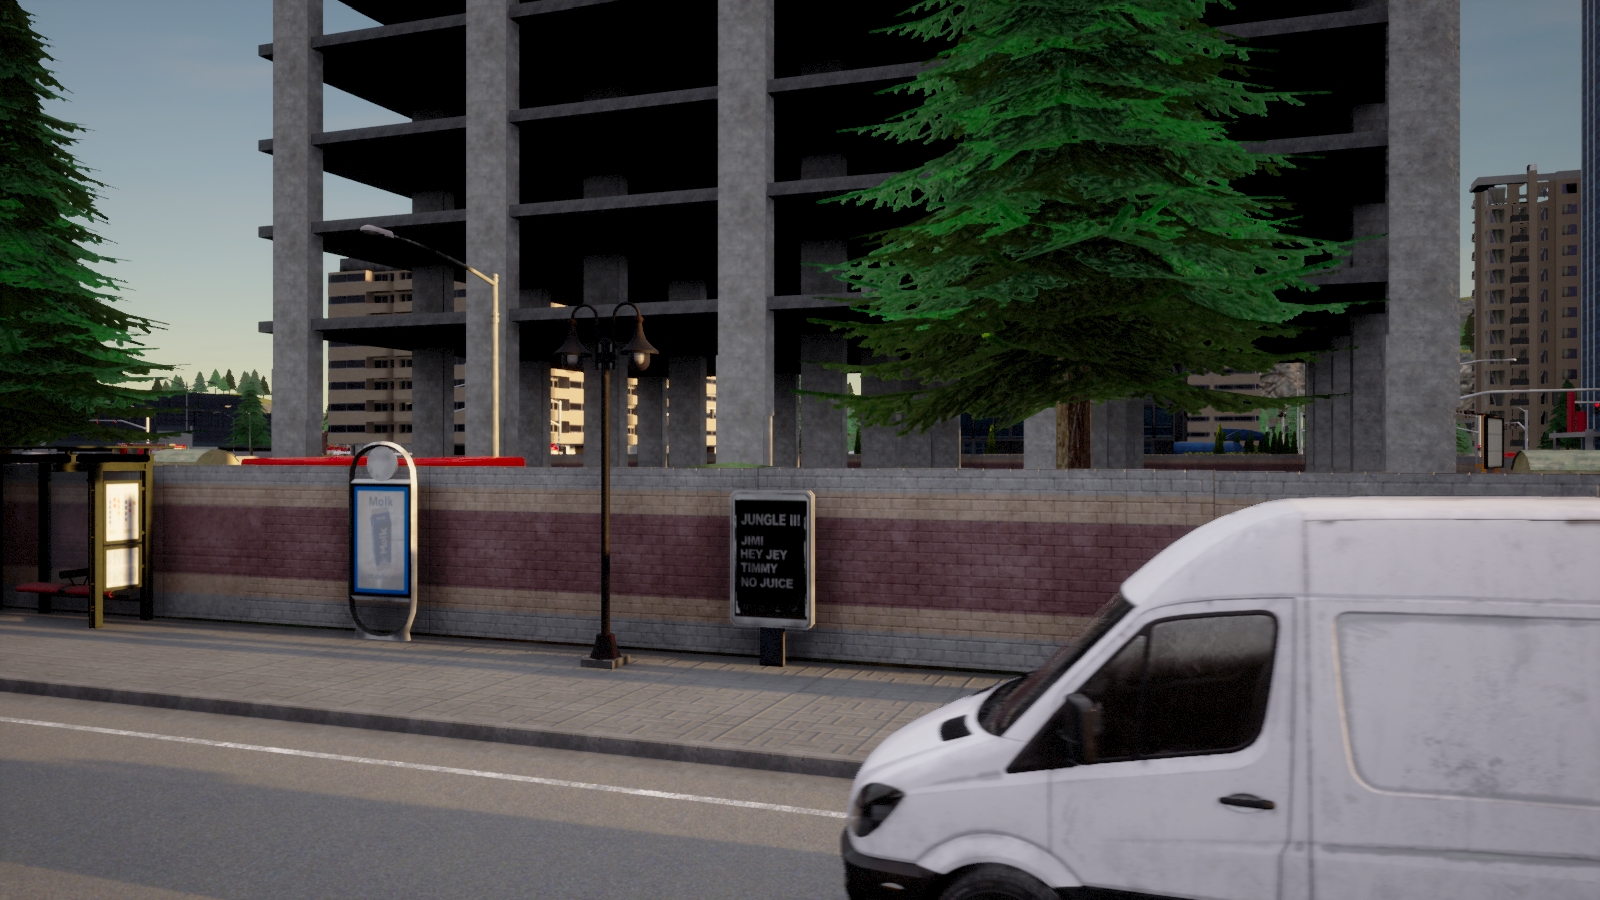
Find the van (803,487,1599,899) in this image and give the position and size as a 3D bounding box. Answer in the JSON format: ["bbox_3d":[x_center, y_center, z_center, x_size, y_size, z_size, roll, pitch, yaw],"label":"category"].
[{"bbox_3d":[3.135,1.534,5.864,5.915,2.561,1.988,0,0,20],"label":"van"}]
